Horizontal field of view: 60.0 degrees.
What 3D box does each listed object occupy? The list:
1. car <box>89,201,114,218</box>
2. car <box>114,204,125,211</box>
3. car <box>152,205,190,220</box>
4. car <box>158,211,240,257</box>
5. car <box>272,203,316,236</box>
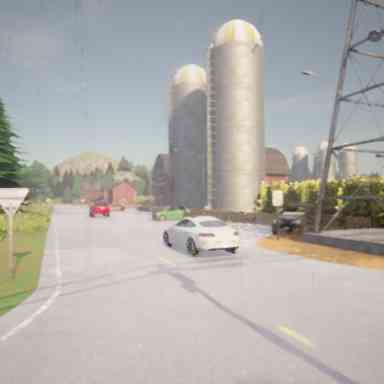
[{"bbox_3d":[-11.975,2.225,43.108,2.150,2.045,5.566,0,-1,-22],"label":"car"},{"bbox_3d":[-15.259,3.109,65.425,4.181,1.381,1.994,0,-1,-23],"label":"car"},{"bbox_3d":[-2.178,2.208,35.129,3.988,1.617,1.851,0,-1,-23],"label":"car"},{"bbox_3d":[0.281,1.728,13.946,1.812,1.442,4.674,0,-2,-23],"label":"car"},{"bbox_3d":[6.444,1.657,20.476,1.905,1.878,3.866,-2,-2,36],"label":"car"}]
